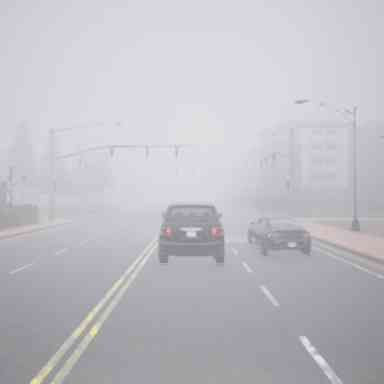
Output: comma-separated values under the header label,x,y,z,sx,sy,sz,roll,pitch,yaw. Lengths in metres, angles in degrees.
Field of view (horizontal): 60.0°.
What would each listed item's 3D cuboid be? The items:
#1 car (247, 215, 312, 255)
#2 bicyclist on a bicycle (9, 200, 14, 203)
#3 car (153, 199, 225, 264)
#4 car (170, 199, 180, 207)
label,x,y,z,sx,sy,sz,roll,pitch,yaw
car,3.505,1.677,13.886,1.812,1.442,4.674,0,0,0
bicyclist on a bicycle,-25.843,1.815,47.491,0.582,1.620,1.656,0,0,-2
car,-0.006,1.362,12.544,2.150,2.045,5.566,0,0,0
car,-3.575,2.242,70.666,1.882,1.535,5.008,0,-1,0
